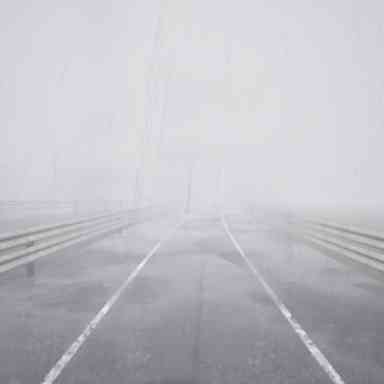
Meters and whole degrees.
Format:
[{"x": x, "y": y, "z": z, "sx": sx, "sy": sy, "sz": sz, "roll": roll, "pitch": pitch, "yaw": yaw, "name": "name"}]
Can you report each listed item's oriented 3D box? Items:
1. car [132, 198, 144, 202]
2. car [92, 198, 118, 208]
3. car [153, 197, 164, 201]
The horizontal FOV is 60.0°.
[{"x": -11.467, "y": 1.875, "z": 68.910, "sx": 1.994, "sy": 1.385, "sz": 4.181, "roll": 0, "pitch": -1, "yaw": 17, "name": "car"}, {"x": -13.274, "y": 1.669, "z": 50.889, "sx": 2.033, "sy": 1.411, "sz": 5.357, "roll": 0, "pitch": -1, "yaw": 16, "name": "car"}, {"x": -9.084, "y": 2.015, "z": 87.257, "sx": 1.882, "sy": 1.535, "sz": 5.008, "roll": 0, "pitch": -1, "yaw": 19, "name": "car"}]
